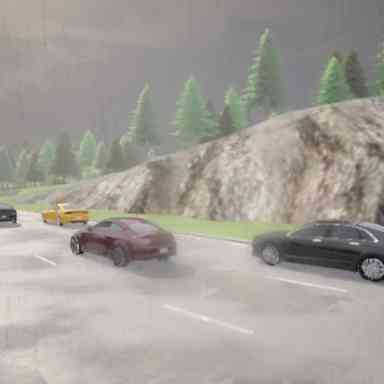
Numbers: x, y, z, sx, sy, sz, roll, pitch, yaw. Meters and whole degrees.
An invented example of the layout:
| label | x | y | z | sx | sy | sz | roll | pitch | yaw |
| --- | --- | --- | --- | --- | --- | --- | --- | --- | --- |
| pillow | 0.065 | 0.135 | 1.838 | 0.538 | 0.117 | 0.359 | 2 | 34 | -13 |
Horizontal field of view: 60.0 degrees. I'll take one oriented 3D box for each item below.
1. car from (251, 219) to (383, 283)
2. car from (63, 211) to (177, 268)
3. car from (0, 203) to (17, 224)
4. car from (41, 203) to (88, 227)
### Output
| label | x | y | z | sx | sy | sz | roll | pitch | yaw |
| --- | --- | --- | --- | --- | --- | --- | --- | --- | --- |
| car | 4.155 | 1.586 | 10.086 | 4.892 | 1.490 | 1.837 | 1 | 1 | 40 |
| car | -2.463 | 1.578 | 11.516 | 1.812 | 1.442 | 4.674 | 1 | 0 | -45 |
| car | -14.366 | 1.537 | 24.355 | 1.882 | 1.535 | 5.008 | 1 | 0 | -42 |
| car | -9.171 | 1.562 | 23.844 | 1.882 | 1.535 | 5.008 | 1 | 0 | -42 |
